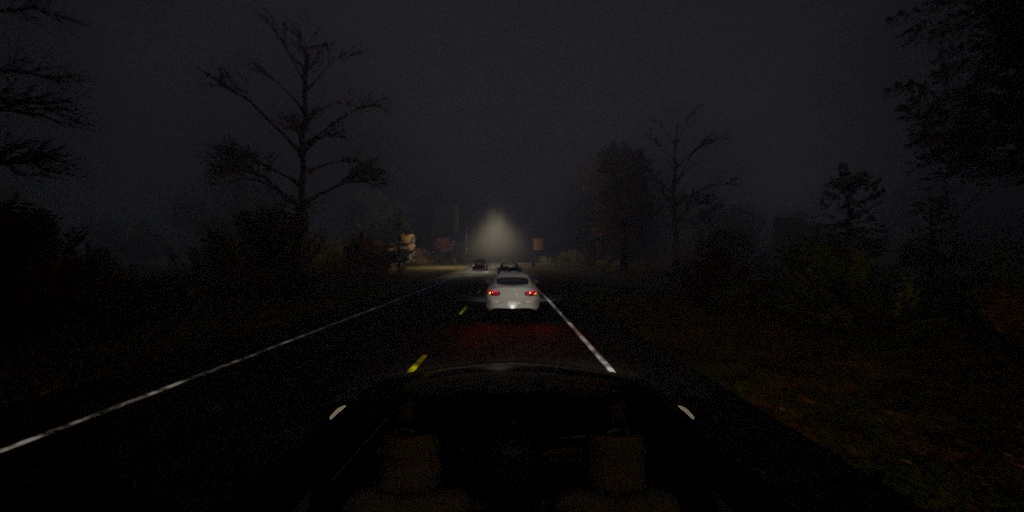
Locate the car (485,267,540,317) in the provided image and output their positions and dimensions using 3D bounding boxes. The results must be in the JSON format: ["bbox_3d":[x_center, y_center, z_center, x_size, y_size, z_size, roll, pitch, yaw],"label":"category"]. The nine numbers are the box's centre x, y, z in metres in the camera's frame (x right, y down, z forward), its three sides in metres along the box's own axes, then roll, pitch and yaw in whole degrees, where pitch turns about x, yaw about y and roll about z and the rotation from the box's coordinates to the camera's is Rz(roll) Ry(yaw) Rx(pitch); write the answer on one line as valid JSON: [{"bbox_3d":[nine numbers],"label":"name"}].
[{"bbox_3d":[0.010,1.298,13.216,1.812,1.442,4.674,0,0,0],"label":"car"}]

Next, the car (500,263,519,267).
[{"bbox_3d":[-0.201,1.292,27.779,2.128,1.511,4.902,0,0,-1],"label":"car"}]

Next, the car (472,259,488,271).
[{"bbox_3d":[-4.490,1.198,50.720,2.097,1.767,4.553,0,0,-2],"label":"car"}]
